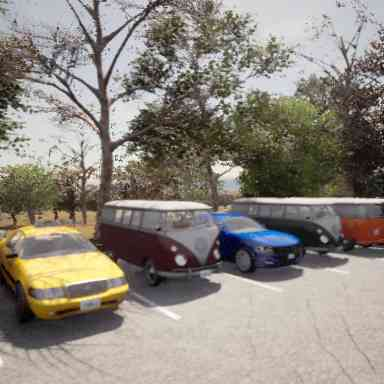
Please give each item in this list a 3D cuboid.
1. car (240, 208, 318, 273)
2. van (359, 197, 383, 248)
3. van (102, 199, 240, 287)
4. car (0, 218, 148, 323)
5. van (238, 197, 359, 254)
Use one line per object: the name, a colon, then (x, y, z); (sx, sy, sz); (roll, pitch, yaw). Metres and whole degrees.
car: (1.207, 1.447, 10.925); (2.097, 1.535, 5.008); (0, 0, -35)
van: (5.640, 1.258, 14.221); (1.878, 1.987, 4.442); (1, 0, -35)
van: (-0.979, 1.234, 9.217); (1.878, 1.987, 4.442); (0, 0, -35)
car: (-3.193, 1.470, 7.556); (1.946, 1.575, 5.366); (0, 0, -36)
van: (3.412, 1.225, 12.346); (1.878, 1.987, 4.442); (0, 0, -35)
